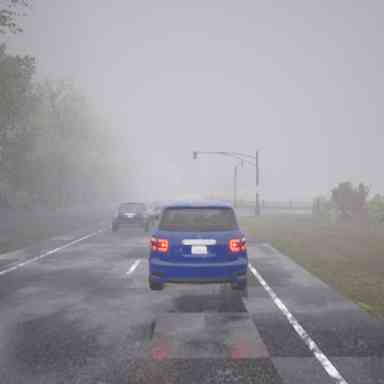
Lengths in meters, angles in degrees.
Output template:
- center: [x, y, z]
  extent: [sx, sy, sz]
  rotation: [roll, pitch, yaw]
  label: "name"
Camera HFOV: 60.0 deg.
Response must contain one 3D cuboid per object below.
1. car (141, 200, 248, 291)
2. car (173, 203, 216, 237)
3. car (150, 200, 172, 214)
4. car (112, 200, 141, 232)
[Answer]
- center: [0.114, 1.217, 9.138]
  extent: [2.150, 2.045, 5.566]
  rotation: [0, 0, -1]
  label: "car"
- center: [0.122, 1.482, 19.001]
  extent: [2.128, 1.511, 4.902]
  rotation: [0, 0, 0]
  label: "car"
- center: [-3.363, 1.580, 36.858]
  extent: [1.895, 1.301, 4.718]
  rotation: [0, 0, 0]
  label: "car"
- center: [-3.380, 1.343, 20.316]
  extent: [2.097, 1.767, 4.553]
  rotation: [0, 0, 0]
  label: "car"
